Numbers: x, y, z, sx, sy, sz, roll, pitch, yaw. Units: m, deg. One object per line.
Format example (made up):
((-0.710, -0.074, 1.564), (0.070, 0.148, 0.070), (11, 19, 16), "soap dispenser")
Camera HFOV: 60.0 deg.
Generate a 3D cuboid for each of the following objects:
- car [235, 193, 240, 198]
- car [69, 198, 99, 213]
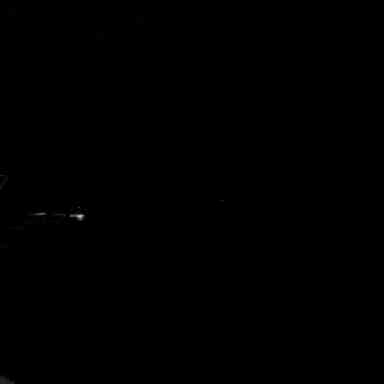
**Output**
((9.866, 0.916, 71.544), (1.994, 1.385, 4.181), (0, 0, 25), "car")
((-10.843, 1.425, 35.072), (1.837, 1.490, 4.892), (0, 1, 25), "car")
